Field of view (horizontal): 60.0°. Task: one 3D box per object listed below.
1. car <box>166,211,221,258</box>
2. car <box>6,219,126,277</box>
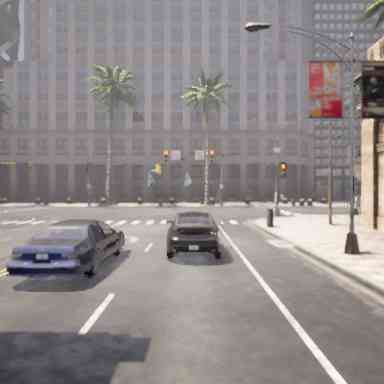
[{"bbox_3d":[0.066,1.501,12.715,1.837,1.490,4.892,0,-1,0],"label":"car"},{"bbox_3d":[-3.455,1.546,10.231,2.033,1.411,5.357,0,0,1],"label":"car"}]
